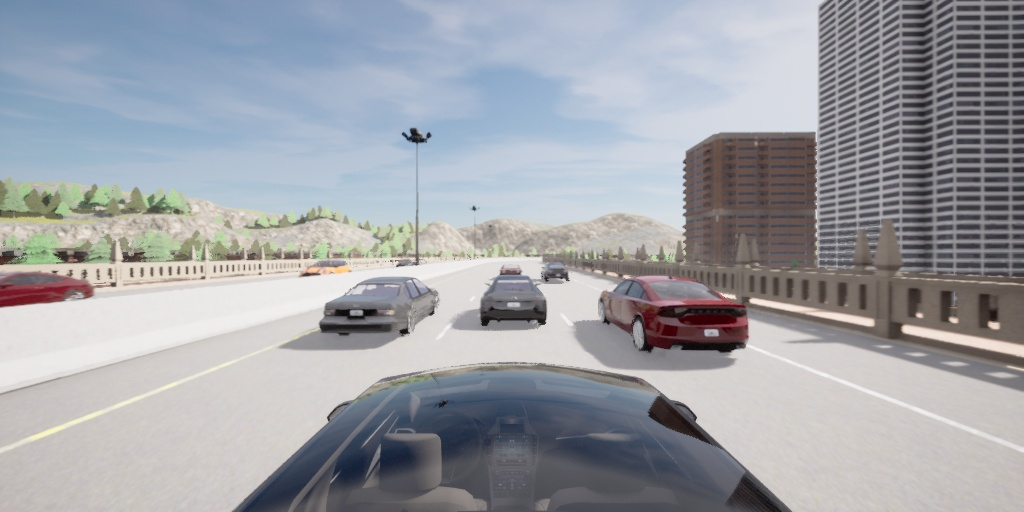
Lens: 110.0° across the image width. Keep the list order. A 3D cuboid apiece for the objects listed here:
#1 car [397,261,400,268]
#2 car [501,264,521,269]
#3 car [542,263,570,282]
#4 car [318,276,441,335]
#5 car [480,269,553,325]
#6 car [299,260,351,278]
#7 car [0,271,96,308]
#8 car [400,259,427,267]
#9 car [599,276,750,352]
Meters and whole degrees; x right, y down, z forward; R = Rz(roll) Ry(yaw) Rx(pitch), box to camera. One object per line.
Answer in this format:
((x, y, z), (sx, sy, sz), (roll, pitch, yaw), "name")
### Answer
((-17.879, 1.251, 60.395), (1.837, 1.490, 4.892), (0, 0, 0), "car")
((-0.086, 1.335, 31.679), (1.895, 1.301, 4.718), (0, 0, 0), "car")
((3.432, 1.258, 28.940), (1.812, 1.442, 4.674), (0, 0, 0), "car")
((-3.448, 1.296, 10.418), (2.033, 1.411, 5.357), (0, 0, 0), "car")
((0.039, 1.308, 11.866), (1.994, 1.385, 4.181), (0, 0, 0), "car")
((-14.248, 1.100, 27.601), (2.097, 1.767, 4.553), (0, 0, 0), "car")
((-17.645, 1.285, 12.456), (1.812, 1.442, 4.674), (0, 0, -1), "car")
((-10.809, 1.339, 40.818), (1.895, 1.301, 4.718), (0, 0, 0), "car")
((3.556, 1.221, 8.882), (1.882, 1.535, 5.008), (0, 0, 0), "car")
